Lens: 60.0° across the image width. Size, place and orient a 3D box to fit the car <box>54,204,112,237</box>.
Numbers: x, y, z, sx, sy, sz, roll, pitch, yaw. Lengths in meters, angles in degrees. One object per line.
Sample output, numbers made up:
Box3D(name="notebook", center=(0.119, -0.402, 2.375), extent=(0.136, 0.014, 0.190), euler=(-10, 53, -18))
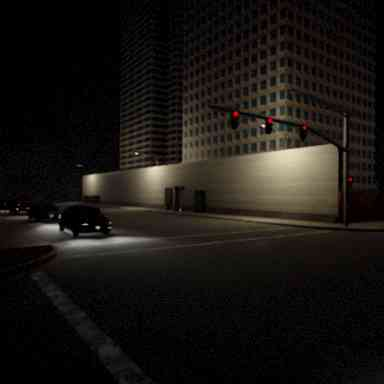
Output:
Box3D(name="car", center=(-6.062, 1.532, 18.598), extent=(1.837, 1.490, 4.892), euler=(1, 0, -35))

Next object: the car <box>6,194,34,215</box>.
Box3D(name="car", center=(-17.718, 1.261, 35.015), extent=(2.150, 2.045, 5.566), euler=(1, 0, -35))

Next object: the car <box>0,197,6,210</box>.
Box3D(name="car", center=(-23.653, 1.398, 43.407), extent=(2.097, 1.767, 4.553), euler=(1, 0, -35))

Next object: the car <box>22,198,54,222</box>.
Box3D(name="car", center=(-11.889, 1.525, 26.816), extent=(2.128, 1.511, 4.902), euler=(1, 0, -35))
